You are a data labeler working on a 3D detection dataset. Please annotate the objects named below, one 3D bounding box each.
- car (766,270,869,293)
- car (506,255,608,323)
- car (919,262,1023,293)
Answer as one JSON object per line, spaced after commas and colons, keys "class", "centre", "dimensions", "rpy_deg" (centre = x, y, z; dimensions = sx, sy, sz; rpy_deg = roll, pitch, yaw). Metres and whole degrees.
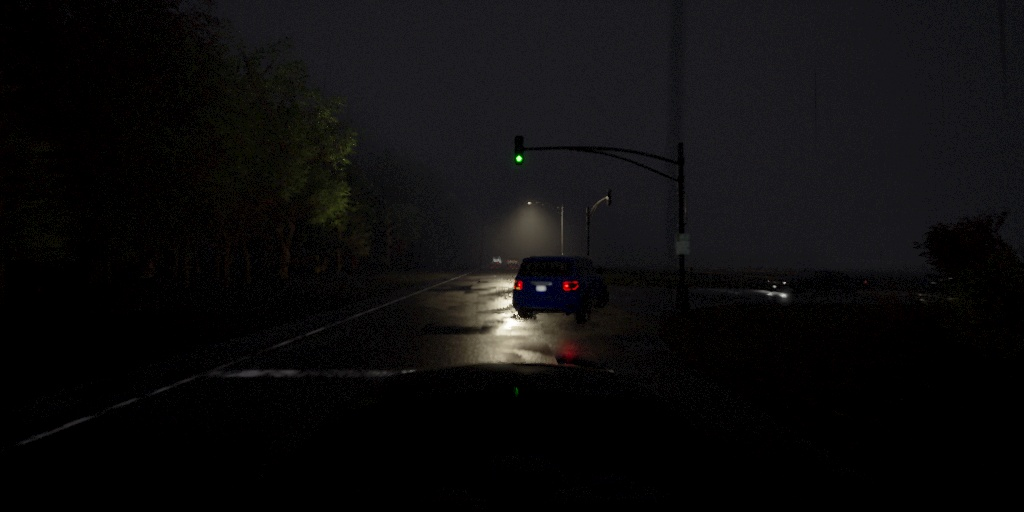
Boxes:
{"class": "car", "centre": [19.419, 1.601, 22.887], "dimensions": [5.357, 1.411, 2.033], "rpy_deg": [1, -1, 0]}
{"class": "car", "centre": [1.870, 0.995, 12.591], "dimensions": [2.150, 2.045, 5.566], "rpy_deg": [-1, 0, 23]}
{"class": "car", "centre": [29.609, 1.387, 22.846], "dimensions": [5.566, 2.045, 2.150], "rpy_deg": [1, -1, 0]}
